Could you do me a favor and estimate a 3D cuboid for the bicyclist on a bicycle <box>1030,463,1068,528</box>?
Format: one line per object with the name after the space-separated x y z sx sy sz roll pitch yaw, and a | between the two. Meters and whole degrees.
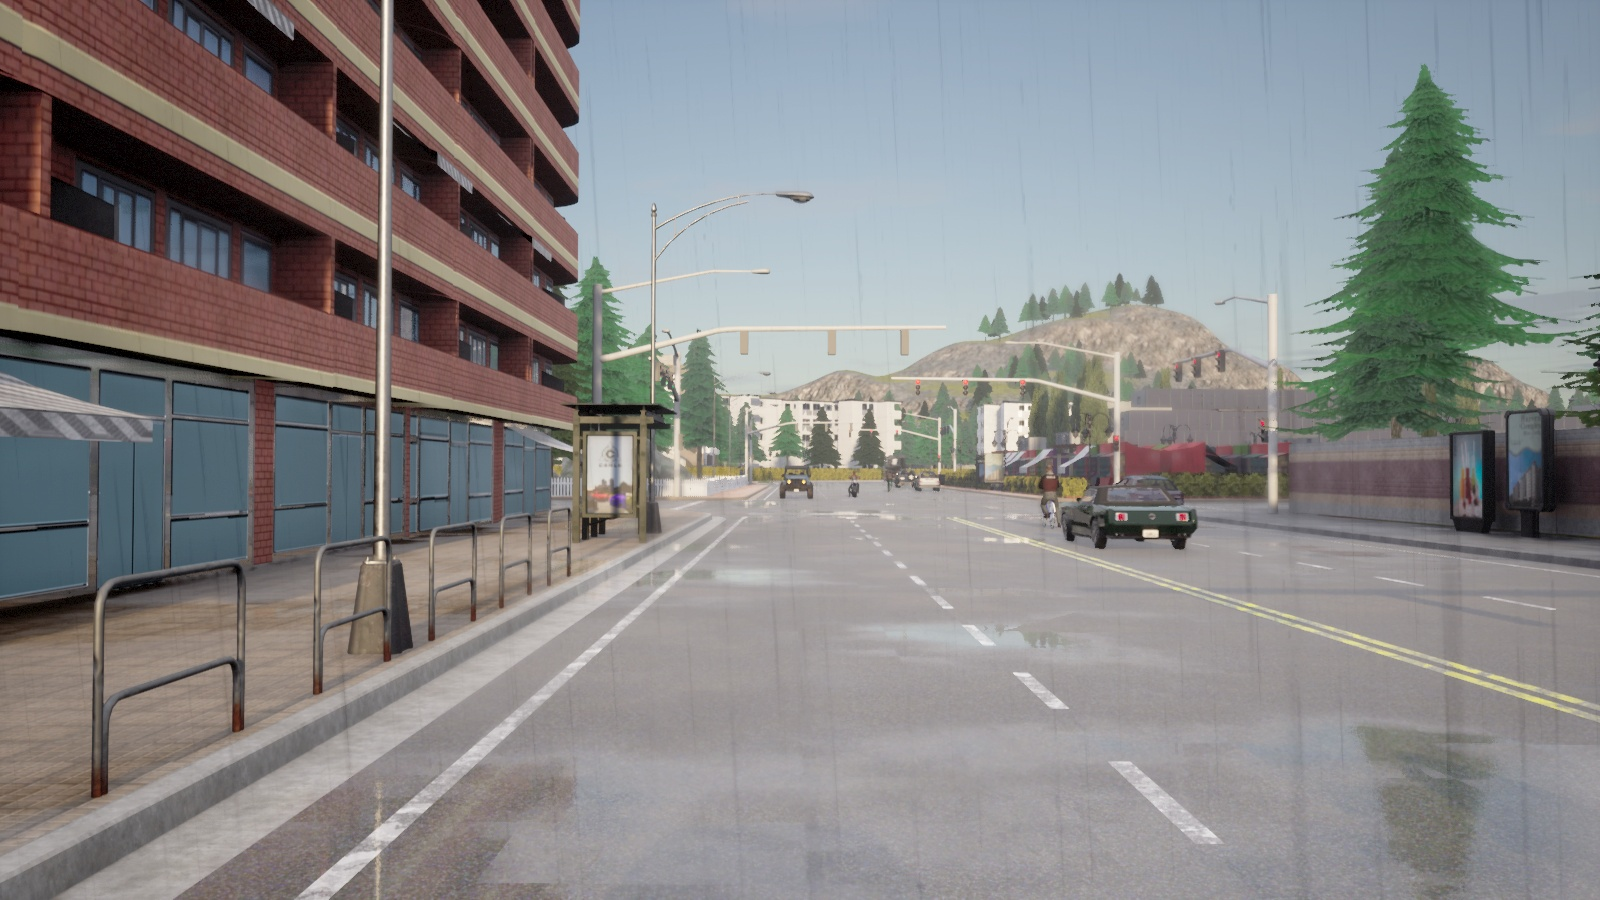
6.908 1.245 34.922 0.659 1.776 1.843 0 -1 0 | bicyclist on a bicycle

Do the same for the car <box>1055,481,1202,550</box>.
6.929 1.342 27.004 1.895 1.301 4.718 0 -1 0 | car

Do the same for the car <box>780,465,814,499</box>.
-0.188 1.822 72.002 1.905 1.878 3.866 0 -1 0 | car

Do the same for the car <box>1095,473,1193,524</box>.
10.400 1.431 38.265 1.816 1.474 4.193 0 -1 0 | car
